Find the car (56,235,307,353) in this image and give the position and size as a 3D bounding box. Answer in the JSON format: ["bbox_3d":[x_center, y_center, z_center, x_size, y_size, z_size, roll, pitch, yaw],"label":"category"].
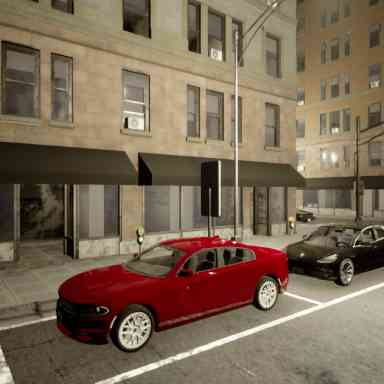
[{"bbox_3d":[-0.108,1.545,6.148,4.507,1.381,1.887,0,0,-36],"label":"car"}]

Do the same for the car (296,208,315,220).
[{"bbox_3d":[6.926,1.614,25.956,2.033,1.411,5.357,0,0,-33],"label":"car"}]

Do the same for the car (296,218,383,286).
[{"bbox_3d":[4.329,1.566,9.417,4.313,1.339,1.947,0,0,-36],"label":"car"}]
